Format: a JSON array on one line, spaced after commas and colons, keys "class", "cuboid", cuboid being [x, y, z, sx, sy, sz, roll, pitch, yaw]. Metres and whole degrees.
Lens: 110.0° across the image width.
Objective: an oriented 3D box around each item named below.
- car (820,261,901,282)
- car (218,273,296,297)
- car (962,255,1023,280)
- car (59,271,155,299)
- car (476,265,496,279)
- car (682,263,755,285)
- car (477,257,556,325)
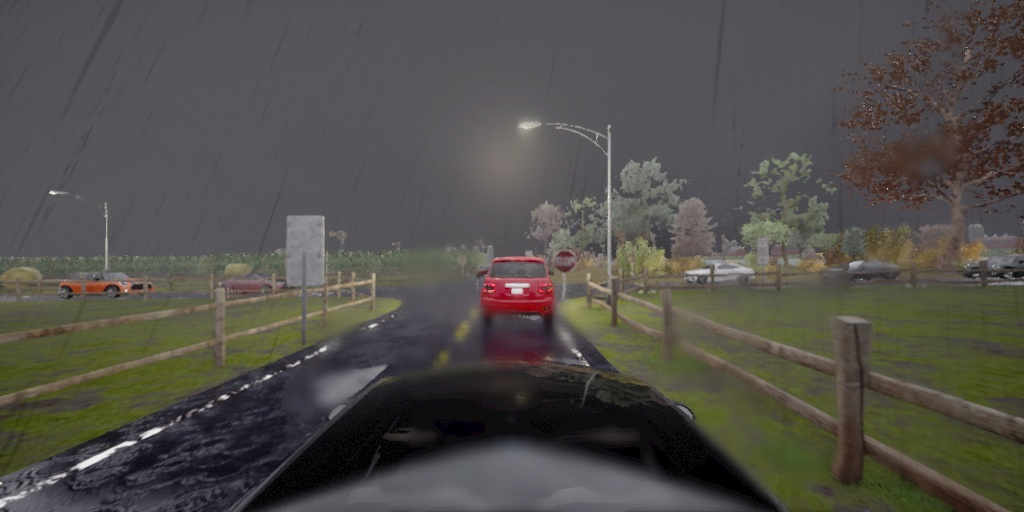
[{"class": "car", "cuboid": [24.435, 1.050, 25.202, 4.674, 1.442, 1.812, -1, 0, 1]}, {"class": "car", "cuboid": [-16.329, 1.805, 23.038, 4.181, 1.385, 1.994, -1, 0, 0]}, {"class": "car", "cuboid": [34.606, 0.701, 25.000, 4.553, 1.767, 2.097, -1, 0, 1]}, {"class": "car", "cuboid": [-26.119, 1.777, 23.235, 4.553, 1.767, 2.097, -1, 0, 1]}, {"class": "car", "cuboid": [-2.817, 1.741, 39.773, 1.895, 1.301, 4.718, 0, -1, 0]}, {"class": "car", "cuboid": [14.567, 1.224, 25.394, 4.674, 1.442, 1.812, -1, 0, 1]}, {"class": "car", "cuboid": [0.313, 1.073, 12.392, 2.150, 2.045, 5.566, 0, -1, 4]}]
